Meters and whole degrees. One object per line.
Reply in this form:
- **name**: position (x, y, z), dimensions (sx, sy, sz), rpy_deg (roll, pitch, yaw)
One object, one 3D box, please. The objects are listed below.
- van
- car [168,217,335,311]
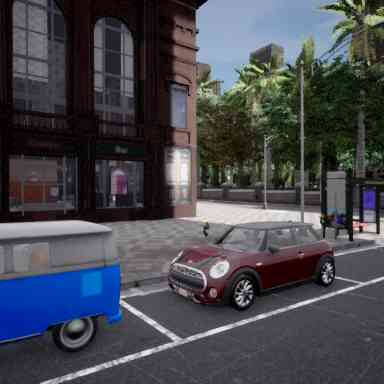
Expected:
- **van**: position (-2.970, 1.341, 4.536), dimensions (3.998, 1.788, 1.690), rpy_deg (0, 0, -36)
- **car**: position (1.445, 1.439, 7.689), dimensions (4.097, 1.590, 1.967), rpy_deg (0, 0, -36)
